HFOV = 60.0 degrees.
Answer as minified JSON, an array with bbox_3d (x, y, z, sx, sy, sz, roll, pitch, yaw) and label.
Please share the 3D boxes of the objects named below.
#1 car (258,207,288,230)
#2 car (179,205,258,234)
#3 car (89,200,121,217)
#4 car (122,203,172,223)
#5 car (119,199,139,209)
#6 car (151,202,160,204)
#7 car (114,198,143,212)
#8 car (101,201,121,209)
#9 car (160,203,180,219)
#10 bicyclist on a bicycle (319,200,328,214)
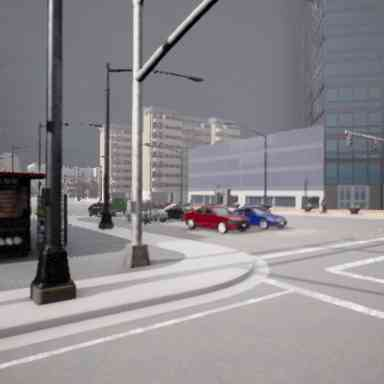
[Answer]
[{"bbox_3d":[4.390,1.739,23.027,1.812,1.442,4.674,0,-1,-35],"label":"car"},{"bbox_3d":[1.527,1.667,21.044,1.882,1.535,5.008,0,-1,-36],"label":"car"},{"bbox_3d":[-9.970,1.954,36.907,1.837,1.490,4.892,0,-1,-36],"label":"car"},{"bbox_3d":[-3.959,1.902,28.602,1.895,1.301,4.718,0,-1,-36],"label":"car"},{"bbox_3d":[-12.165,2.229,64.093,2.097,1.767,4.553,0,-1,-36],"label":"car"},{"bbox_3d":[-6.377,2.334,56.121,1.895,1.301,4.718,0,-1,-36],"label":"car"},{"bbox_3d":[-7.720,1.709,39.773,2.150,2.045,5.566,0,-1,-36],"label":"car"},{"bbox_3d":[-15.284,2.464,62.441,1.895,1.301,4.718,0,-1,-36],"label":"car"},{"bbox_3d":[-0.739,1.878,30.129,1.994,1.385,4.181,0,-1,-36],"label":"car"},{"bbox_3d":[14.623,1.672,37.012,1.656,1.620,0.582,0,-1,-36],"label":"bicyclist on a bicycle"}]
